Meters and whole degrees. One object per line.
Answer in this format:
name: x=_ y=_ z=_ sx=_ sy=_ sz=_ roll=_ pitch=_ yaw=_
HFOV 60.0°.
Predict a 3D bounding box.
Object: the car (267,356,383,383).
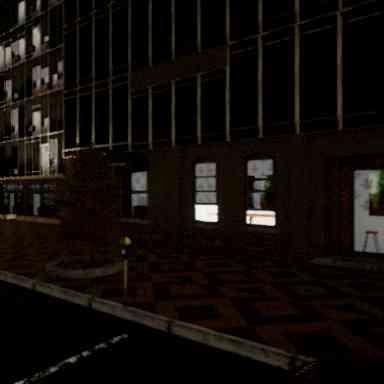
car: x=2.312 y=1.545 z=1.227 sx=4.507 sy=1.381 sz=1.887 roll=0 pitch=0 yaw=35
